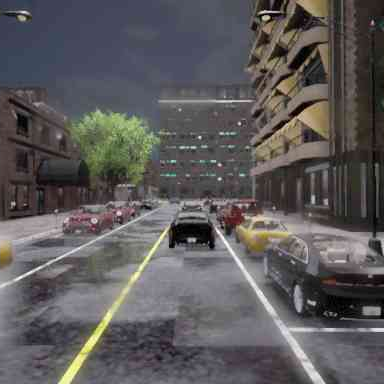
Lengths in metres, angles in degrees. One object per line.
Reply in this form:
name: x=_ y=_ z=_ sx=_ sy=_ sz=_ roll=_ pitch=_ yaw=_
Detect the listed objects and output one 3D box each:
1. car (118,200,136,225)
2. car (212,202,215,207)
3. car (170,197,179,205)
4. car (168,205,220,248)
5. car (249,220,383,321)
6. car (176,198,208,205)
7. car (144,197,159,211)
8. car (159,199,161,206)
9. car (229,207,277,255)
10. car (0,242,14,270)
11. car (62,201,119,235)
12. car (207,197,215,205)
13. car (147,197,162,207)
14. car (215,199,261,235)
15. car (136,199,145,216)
car: x=-5.643 y=1.448 z=24.168 sx=1.967 sy=1.590 sz=4.097 roll=1 pitch=0 yaw=0
car: x=2.702 y=1.590 z=24.227 sx=1.802 sy=1.307 sz=4.206 roll=1 pitch=0 yaw=0
car: x=-3.000 y=1.640 z=60.659 sx=2.033 sy=1.411 sz=5.357 roll=0 pitch=0 yaw=0
car: x=0.000 y=1.520 z=14.652 sx=1.837 sy=1.490 sz=4.892 roll=0 pitch=0 yaw=0
car: x=2.703 y=1.551 z=7.166 sx=2.008 sy=1.369 sz=4.403 roll=1 pitch=0 yaw=0
car: x=0.000 y=1.508 z=29.655 sx=2.128 sy=1.511 sz=4.902 roll=0 pitch=0 yaw=0
car: x=-5.645 y=1.586 z=41.227 sx=1.947 sy=1.339 sz=4.313 roll=1 pitch=0 yaw=0
car: x=-5.644 y=1.575 z=46.915 sx=2.008 sy=1.369 sz=4.403 roll=1 pitch=0 yaw=0
car: x=2.703 y=1.528 z=13.023 sx=1.752 sy=1.417 sz=4.829 roll=1 pitch=0 yaw=0
car: x=-5.644 y=1.525 z=6.938 sx=1.752 sy=1.417 sz=4.829 roll=1 pitch=0 yaw=0
car: x=-5.642 y=1.445 z=18.480 sx=1.967 sy=1.590 sz=4.097 roll=1 pitch=0 yaw=0
car: x=2.702 y=1.582 z=35.600 sx=1.947 sy=1.339 sz=4.313 roll=1 pitch=0 yaw=0
car: x=-5.814 y=1.555 z=52.432 sx=1.752 sy=1.417 sz=4.829 roll=1 pitch=0 yaw=0
car: x=2.707 y=1.320 z=18.540 sx=2.192 sy=1.841 sz=5.009 roll=1 pitch=0 yaw=0
car: x=-5.645 y=1.594 z=29.854 sx=1.802 sy=1.307 sz=4.206 roll=1 pitch=0 yaw=0
